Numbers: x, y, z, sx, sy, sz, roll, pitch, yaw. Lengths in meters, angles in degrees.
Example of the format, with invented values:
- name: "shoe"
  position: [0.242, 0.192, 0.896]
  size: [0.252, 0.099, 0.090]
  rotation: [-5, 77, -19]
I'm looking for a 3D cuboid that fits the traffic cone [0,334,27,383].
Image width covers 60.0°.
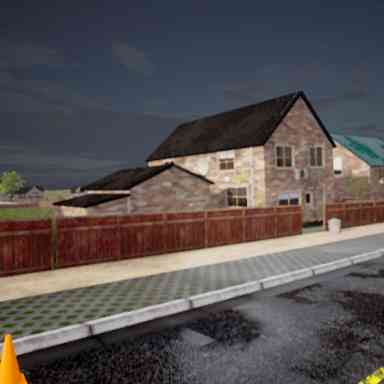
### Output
- name: "traffic cone"
  position: [-2.122, 1.952, 3.856]
  size: [0.340, 0.580, 0.340]
  rotation: [-1, 0, -36]
